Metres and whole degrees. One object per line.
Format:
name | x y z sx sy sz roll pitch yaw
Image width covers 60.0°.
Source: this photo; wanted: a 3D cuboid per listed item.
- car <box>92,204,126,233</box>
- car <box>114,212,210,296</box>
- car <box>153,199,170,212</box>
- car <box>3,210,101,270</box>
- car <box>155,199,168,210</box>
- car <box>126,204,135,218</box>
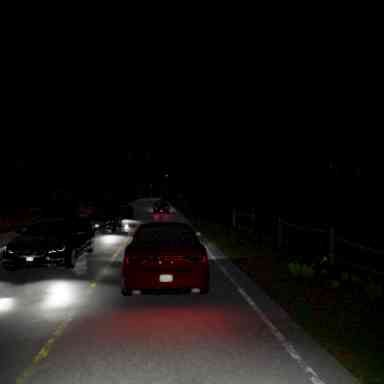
car | -5.470 1.636 20.765 1.837 1.490 4.892 0 0 -5
car | -0.726 1.525 8.863 1.882 1.535 5.008 0 0 -5
car | -3.662 1.875 39.781 1.895 1.301 4.718 0 0 -5
car | -4.578 1.566 11.343 1.837 1.490 4.892 0 0 -5
car | -4.604 1.852 49.710 1.837 1.490 4.892 0 0 -5
car | -6.398 1.768 30.640 1.994 1.385 4.181 0 0 -5
